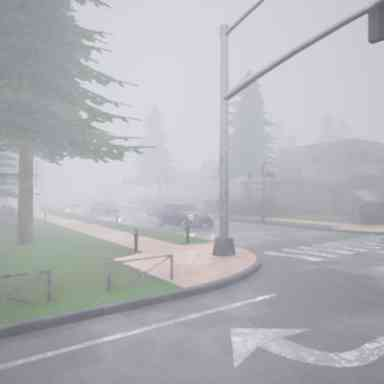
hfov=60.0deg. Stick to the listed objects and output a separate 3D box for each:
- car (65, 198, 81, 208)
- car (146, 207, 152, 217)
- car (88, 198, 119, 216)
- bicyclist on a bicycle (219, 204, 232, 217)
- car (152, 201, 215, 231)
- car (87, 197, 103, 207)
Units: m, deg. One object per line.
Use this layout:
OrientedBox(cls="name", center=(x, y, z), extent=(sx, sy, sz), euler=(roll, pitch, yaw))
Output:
OrientedBox(cls="car", center=(-18.383, 1.713, 51.278), extent=(1.882, 1.535, 5.008), euler=(0, 0, -25))
OrientedBox(cls="car", center=(-2.831, 1.760, 32.176), extent=(1.994, 1.385, 4.181), euler=(0, 0, -35))
OrientedBox(cls="car", center=(-9.290, 1.666, 35.146), extent=(1.882, 1.535, 5.008), euler=(0, 0, -33))
OrientedBox(cls="bicyclist on a bicycle", center=(3.057, 1.504, 30.409), extent=(1.656, 1.620, 0.582), euler=(0, 0, -35))
OrientedBox(cls="car", center=(-0.489, 1.540, 22.515), extent=(2.097, 1.767, 4.553), euler=(0, 0, -35))
OrientedBox(cls="car", center=(-16.197, 1.679, 55.531), extent=(1.882, 1.535, 5.008), euler=(0, 0, -24))
